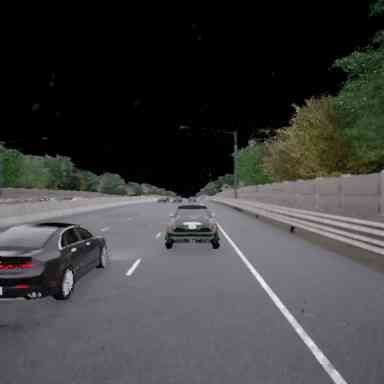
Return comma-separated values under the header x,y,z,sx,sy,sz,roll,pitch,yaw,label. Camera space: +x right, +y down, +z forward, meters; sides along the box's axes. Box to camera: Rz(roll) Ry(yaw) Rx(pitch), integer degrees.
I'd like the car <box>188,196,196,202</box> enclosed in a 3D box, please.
x,y,z,sx,sy,sz,roll,pitch,yaw,label
0.061,1.850,87.483,1.994,1.385,4.181,0,-1,0,car

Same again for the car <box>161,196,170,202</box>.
x,y,z,sx,sy,sz,roll,pitch,yaw,label
-6.939,1.771,87.489,1.882,1.535,5.008,0,-1,0,car

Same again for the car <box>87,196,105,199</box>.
x,y,z,sx,sy,sz,roll,pitch,yaw,label
-17.463,1.593,62.615,2.128,1.511,4.902,0,0,0,car

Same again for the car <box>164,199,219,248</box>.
x,y,z,sx,sy,sz,roll,pitch,yaw,label
0.012,1.360,15.026,2.097,1.767,4.553,0,0,0,car

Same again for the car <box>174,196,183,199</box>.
x,y,z,sx,sy,sz,roll,pitch,yaw,label
-3.447,1.888,77.511,1.895,1.301,4.718,0,-1,0,car

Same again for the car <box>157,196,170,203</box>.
x,y,z,sx,sy,sz,roll,pitch,yaw,label
-6.947,1.886,77.514,1.895,1.301,4.718,0,-1,0,car

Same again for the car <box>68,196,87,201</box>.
x,y,z,sx,sy,sz,roll,pitch,yaw,label
-20.960,1.560,62.521,1.882,1.535,5.008,0,0,0,car

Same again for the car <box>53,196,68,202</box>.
x,y,z,sx,sy,sz,roll,pitch,yaw,label
-24.458,1.591,62.472,2.128,1.511,4.902,0,0,0,car

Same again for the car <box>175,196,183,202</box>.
x,y,z,sx,sy,sz,roll,pitch,yaw,label
-3.439,1.795,87.486,1.837,1.490,4.892,0,-1,0,car

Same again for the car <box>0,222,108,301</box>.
x,y,z,sx,sy,sz,roll,pitch,yaw,label
-3.496,1.509,8.330,1.837,1.490,4.892,0,0,0,car

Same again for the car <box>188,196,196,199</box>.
x,y,z,sx,sy,sz,roll,pitch,yaw,label
0.053,1.817,77.446,1.812,1.442,4.674,0,-1,0,car
